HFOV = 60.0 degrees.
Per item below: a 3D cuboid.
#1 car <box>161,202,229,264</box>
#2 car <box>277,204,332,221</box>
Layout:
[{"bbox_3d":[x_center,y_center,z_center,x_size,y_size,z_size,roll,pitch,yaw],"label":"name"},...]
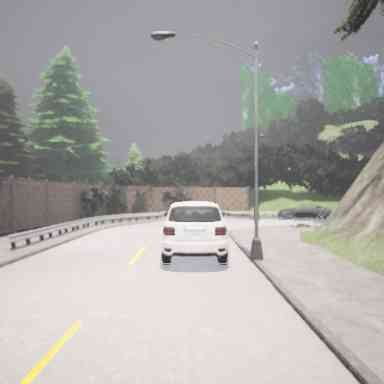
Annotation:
[{"bbox_3d":[0.101,1.372,12.548,2.150,2.045,5.566,0,-1,0],"label":"car"},{"bbox_3d":[10.473,1.861,31.046,4.902,1.511,2.128,0,-1,-1],"label":"car"}]
